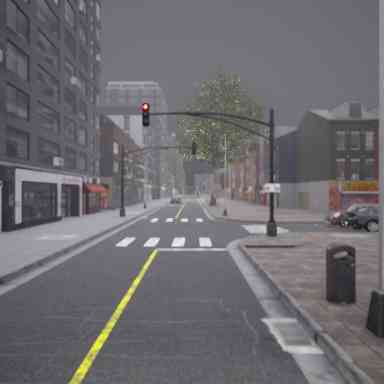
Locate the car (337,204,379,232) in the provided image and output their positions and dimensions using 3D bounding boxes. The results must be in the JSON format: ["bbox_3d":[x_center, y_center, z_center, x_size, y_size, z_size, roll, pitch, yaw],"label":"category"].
[{"bbox_3d":[11.399,1.550,19.326,4.892,1.490,1.837,0,0,0],"label":"car"}]

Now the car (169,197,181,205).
[{"bbox_3d":[-2.830,1.498,57.762,2.033,1.411,5.357,0,0,0],"label":"car"}]

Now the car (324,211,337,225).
[{"bbox_3d":[10.924,1.488,21.967,4.097,1.590,1.967,0,0,0],"label":"car"}]
